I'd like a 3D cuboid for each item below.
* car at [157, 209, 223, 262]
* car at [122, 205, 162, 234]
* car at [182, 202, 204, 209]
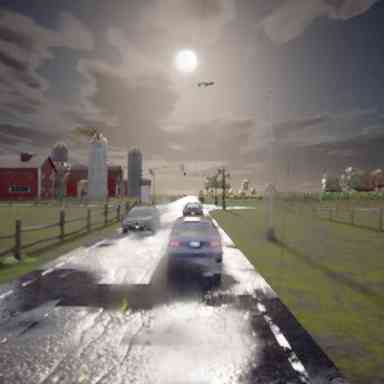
[{"bbox_3d":[0.090,1.594,12.278,2.033,1.411,5.357,0,0,0],"label":"car"},{"bbox_3d":[-2.852,1.580,19.750,1.837,1.490,4.892,0,0,0],"label":"car"},{"bbox_3d":[0.087,1.642,30.374,1.812,1.442,4.674,0,0,0],"label":"car"}]
